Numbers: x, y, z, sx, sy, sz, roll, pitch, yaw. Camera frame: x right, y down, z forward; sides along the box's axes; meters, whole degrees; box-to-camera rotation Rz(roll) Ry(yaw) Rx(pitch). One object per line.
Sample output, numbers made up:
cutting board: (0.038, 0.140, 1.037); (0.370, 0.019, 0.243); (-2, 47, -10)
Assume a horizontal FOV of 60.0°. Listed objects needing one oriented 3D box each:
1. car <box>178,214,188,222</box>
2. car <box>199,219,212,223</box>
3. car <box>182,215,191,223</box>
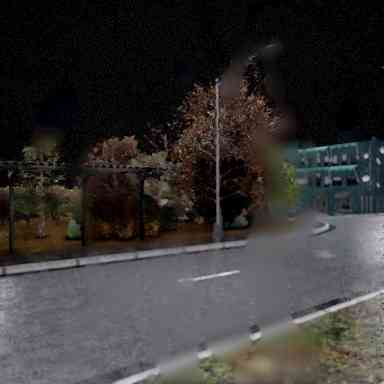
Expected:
car: (-2.314, 6.758, 86.202); (2.150, 2.045, 5.566); (0, -5, 4)
car: (3.029, 4.236, 55.934); (2.150, 2.045, 5.566); (-1, -5, -23)
car: (-1.533, 6.096, 70.954); (1.895, 1.301, 4.718); (0, -5, -13)
